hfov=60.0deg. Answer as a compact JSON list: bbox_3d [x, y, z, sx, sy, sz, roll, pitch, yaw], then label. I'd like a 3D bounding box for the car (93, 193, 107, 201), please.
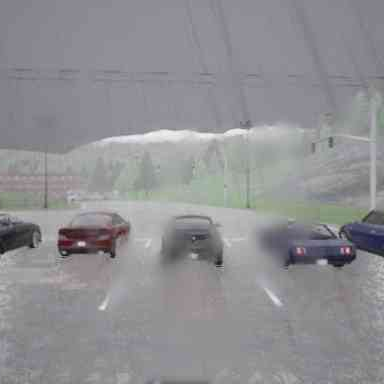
[{"bbox_3d":[-25.618,1.330,86.902,5.566,2.045,2.150,0,0,32],"label":"car"}]

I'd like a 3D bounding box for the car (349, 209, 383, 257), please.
[{"bbox_3d":[6.957,1.366,11.533,2.097,1.767,4.553,0,0,-1],"label":"car"}]

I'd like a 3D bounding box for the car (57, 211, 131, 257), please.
[{"bbox_3d":[-3.596,1.493,13.018,1.882,1.535,5.008,0,0,-2],"label":"car"}]

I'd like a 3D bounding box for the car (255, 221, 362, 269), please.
[{"bbox_3d":[3.476,1.615,11.227,1.895,1.301,4.718,0,0,-1],"label":"car"}]

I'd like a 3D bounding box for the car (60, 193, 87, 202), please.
[{"bbox_3d":[-28.769,1.323,80.596,5.566,2.045,2.150,0,0,35],"label":"car"}]

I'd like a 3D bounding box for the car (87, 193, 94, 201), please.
[{"bbox_3d":[-27.513,1.654,83.980,4.181,1.385,1.994,0,0,32],"label":"car"}]

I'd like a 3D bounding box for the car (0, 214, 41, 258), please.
[{"bbox_3d":[-7.050,1.507,11.743,2.128,1.511,4.902,0,0,-2],"label":"car"}]

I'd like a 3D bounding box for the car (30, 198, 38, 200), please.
[{"bbox_3d":[-38.115,1.589,85.622,5.357,1.411,2.033,0,0,18],"label":"car"}]

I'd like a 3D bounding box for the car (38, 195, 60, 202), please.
[{"bbox_3d":[-33.835,1.621,79.686,4.674,1.442,1.812,0,0,28],"label":"car"}]

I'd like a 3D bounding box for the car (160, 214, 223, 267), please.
[{"bbox_3d":[-0.037,1.520,11.506,1.837,1.490,4.892,0,0,-2],"label":"car"}]
